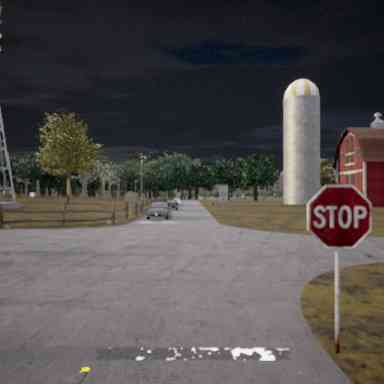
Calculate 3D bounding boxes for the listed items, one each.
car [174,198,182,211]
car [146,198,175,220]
[{"bbox_3d":[-2.721,1.682,43.453,2.033,1.411,5.357,0,0,0],"label":"car"},{"bbox_3d":[-2.800,1.571,29.151,1.837,1.490,4.892,0,0,1],"label":"car"}]
